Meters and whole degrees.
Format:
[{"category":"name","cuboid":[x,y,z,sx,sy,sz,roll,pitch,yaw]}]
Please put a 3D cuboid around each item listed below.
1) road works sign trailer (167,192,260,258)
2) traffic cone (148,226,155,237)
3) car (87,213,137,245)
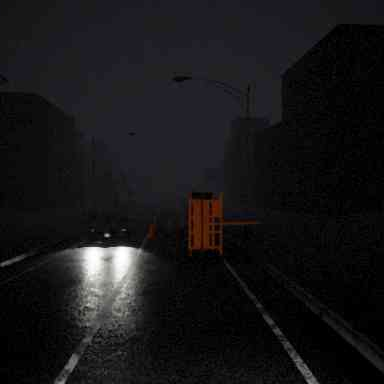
[{"category":"road works sign trailer","cuboid":[0.819,1.165,13.261,2.880,2.380,3.560,0,-1,-13]},{"category":"traffic cone","cuboid":[-2.243,2.182,18.376,0.340,0.580,0.340,-1,-2,-5]},{"category":"car","cuboid":[-3.864,1.756,16.601,1.994,1.385,4.181,0,-1,-4]}]
